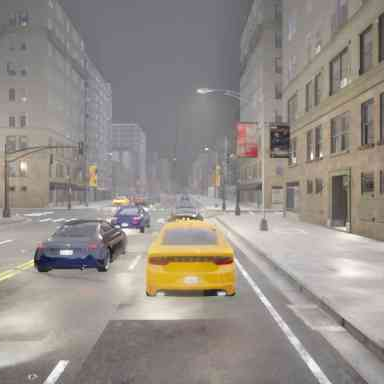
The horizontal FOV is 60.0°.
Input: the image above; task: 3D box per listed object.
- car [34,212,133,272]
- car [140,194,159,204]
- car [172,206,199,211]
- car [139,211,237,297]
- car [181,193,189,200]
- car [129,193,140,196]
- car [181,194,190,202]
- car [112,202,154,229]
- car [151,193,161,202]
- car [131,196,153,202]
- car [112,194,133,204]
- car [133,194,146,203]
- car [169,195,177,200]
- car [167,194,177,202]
[{"bbox_3d":[-3.354,1.566,10.775,1.994,1.385,4.181,0,0,-1],"label":"car"},{"bbox_3d":[-7.804,1.574,60.788,2.033,1.411,5.357,0,0,-1],"label":"car"},{"bbox_3d":[-0.351,1.510,18.118,1.837,1.490,4.892,0,0,-1],"label":"car"},{"bbox_3d":[-0.052,1.479,8.637,1.882,1.535,5.008,0,0,-1],"label":"car"},{"bbox_3d":[-1.871,1.253,90.679,2.097,1.767,4.553,0,0,-1],"label":"car"},{"bbox_3d":[-11.063,1.248,61.118,2.150,2.045,5.566,0,0,-1],"label":"car"},{"bbox_3d":[-1.661,1.381,80.678,2.097,1.767,4.553,0,0,-1],"label":"car"},{"bbox_3d":[-3.531,1.532,19.517,1.812,1.442,4.674,0,0,-1],"label":"car"},{"bbox_3d":[-7.966,1.254,71.262,2.150,2.045,5.566,0,0,-1],"label":"car"},{"bbox_3d":[-7.636,1.624,51.144,1.895,1.301,4.718,0,0,-1],"label":"car"},{"bbox_3d":[-10.889,1.500,51.183,1.882,1.535,5.008,0,0,-1],"label":"car"},{"bbox_3d":[-11.213,1.384,71.107,2.097,1.767,4.553,0,0,-1],"label":"car"},{"bbox_3d":[-5.121,1.438,90.641,2.033,1.411,5.357,0,0,-1],"label":"car"},{"bbox_3d":[-4.910,1.381,80.610,2.097,1.767,4.553,0,0,-1],"label":"car"}]
